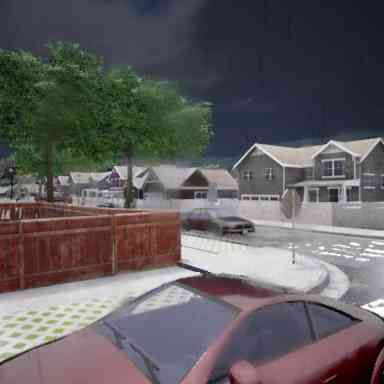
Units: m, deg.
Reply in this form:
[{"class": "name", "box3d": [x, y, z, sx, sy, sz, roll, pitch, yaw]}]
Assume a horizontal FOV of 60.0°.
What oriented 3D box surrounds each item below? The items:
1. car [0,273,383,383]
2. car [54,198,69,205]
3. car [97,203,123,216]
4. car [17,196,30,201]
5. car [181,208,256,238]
[{"class": "car", "box3d": [0.166, 1.564, 3.068, 4.181, 1.385, 1.994, 0, 0, -36]}, {"class": "car", "box3d": [-18.846, 1.671, 46.767, 2.097, 1.767, 4.553, 0, 0, -36]}, {"class": "car", "box3d": [-7.643, 1.729, 30.918, 1.994, 1.385, 4.181, 0, 0, -35]}, {"class": "car", "box3d": [-42.766, 2.174, 84.980, 1.895, 1.301, 4.718, 0, 0, -36]}, {"class": "car", "box3d": [1.093, 1.620, 18.678, 2.033, 1.411, 5.357, 0, 0, -36]}]
